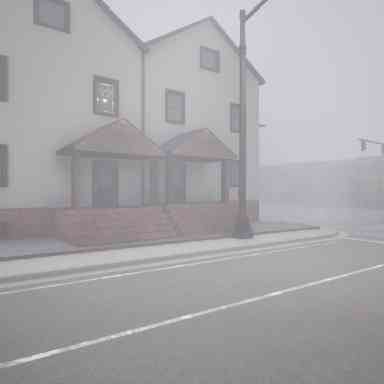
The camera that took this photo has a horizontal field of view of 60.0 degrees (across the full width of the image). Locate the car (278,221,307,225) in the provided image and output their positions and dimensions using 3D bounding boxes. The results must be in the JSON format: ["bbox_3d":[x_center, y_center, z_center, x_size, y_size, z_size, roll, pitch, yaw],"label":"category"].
[{"bbox_3d":[8.563,3.484,31.345,2.128,1.511,4.902,-1,-12,-36],"label":"car"}]
